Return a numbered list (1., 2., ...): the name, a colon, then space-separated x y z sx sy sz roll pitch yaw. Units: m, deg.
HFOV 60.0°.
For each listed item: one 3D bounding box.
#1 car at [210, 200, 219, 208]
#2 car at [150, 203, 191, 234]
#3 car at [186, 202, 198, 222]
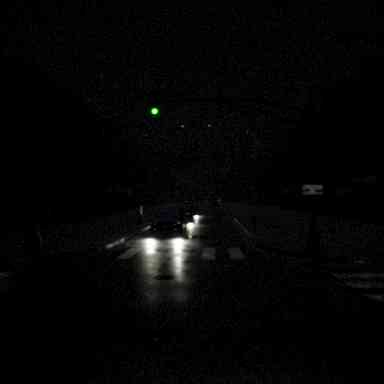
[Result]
1. car: 4.278 2.310 63.754 2.033 1.411 5.357 -1 -1 3
2. car: -1.382 1.743 21.253 1.882 1.535 5.008 -1 -1 4
3. car: -0.782 1.849 30.703 1.882 1.535 5.008 -1 -1 4
